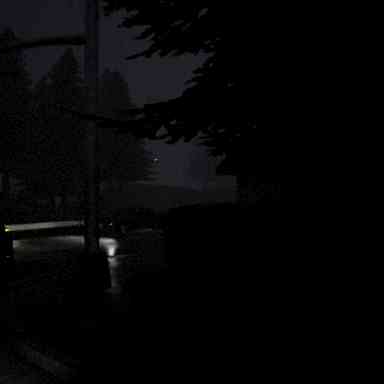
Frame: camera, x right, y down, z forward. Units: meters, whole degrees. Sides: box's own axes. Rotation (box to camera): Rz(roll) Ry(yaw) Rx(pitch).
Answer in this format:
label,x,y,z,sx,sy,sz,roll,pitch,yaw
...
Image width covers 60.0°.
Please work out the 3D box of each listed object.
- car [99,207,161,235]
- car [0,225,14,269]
label,x,y,z,sx,sy,sz,roll,pitch,yaw
car,-3.713,1.711,20.457,1.837,1.490,4.892,0,0,36
car,-7.119,1.337,8.881,2.150,2.045,5.566,0,-1,0
